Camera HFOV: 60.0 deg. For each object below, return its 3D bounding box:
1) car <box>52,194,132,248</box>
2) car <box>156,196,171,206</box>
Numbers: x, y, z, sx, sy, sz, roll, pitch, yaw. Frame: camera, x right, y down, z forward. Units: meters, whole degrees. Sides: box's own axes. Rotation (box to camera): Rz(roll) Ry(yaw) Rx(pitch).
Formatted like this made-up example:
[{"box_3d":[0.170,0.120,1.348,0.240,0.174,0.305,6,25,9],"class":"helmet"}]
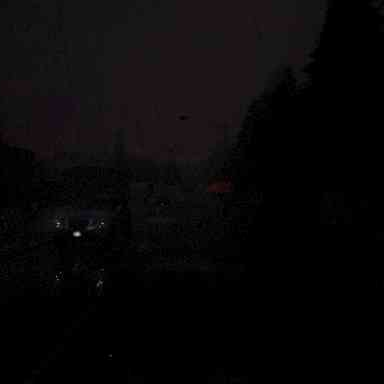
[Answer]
[{"box_3d":[-4.073,1.123,14.588,2.150,2.045,5.566,0,0,0],"class":"car"},{"box_3d":[-4.000,1.230,47.319,2.033,1.411,5.357,0,0,0],"class":"car"}]
